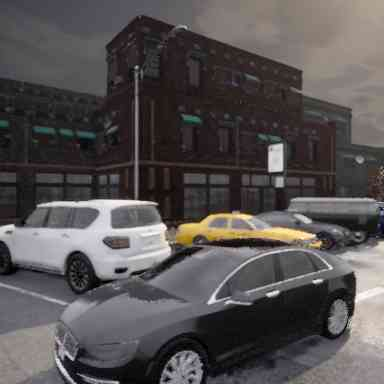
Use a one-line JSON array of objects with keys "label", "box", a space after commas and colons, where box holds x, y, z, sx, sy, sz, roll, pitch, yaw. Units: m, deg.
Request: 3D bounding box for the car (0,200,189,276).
[{"label": "car", "box": [-3.131, 1.244, 8.922, 5.566, 2.045, 2.435, -1, -1, 34]}]

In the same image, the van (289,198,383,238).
[{"label": "van", "box": [6.532, 1.284, 16.025, 4.442, 1.987, 1.878, -1, -1, 34]}]

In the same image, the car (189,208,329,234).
[{"label": "car", "box": [1.919, 1.496, 12.337, 5.366, 1.575, 1.946, -1, -1, 34]}]

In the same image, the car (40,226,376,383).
[{"label": "car", "box": [0.574, 1.513, 4.997, 4.892, 1.490, 1.837, 1, 0, -36]}]

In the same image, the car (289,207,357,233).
[{"label": "car", "box": [4.197, 1.545, 14.207, 4.674, 1.452, 2.002, -1, -1, 34]}]
